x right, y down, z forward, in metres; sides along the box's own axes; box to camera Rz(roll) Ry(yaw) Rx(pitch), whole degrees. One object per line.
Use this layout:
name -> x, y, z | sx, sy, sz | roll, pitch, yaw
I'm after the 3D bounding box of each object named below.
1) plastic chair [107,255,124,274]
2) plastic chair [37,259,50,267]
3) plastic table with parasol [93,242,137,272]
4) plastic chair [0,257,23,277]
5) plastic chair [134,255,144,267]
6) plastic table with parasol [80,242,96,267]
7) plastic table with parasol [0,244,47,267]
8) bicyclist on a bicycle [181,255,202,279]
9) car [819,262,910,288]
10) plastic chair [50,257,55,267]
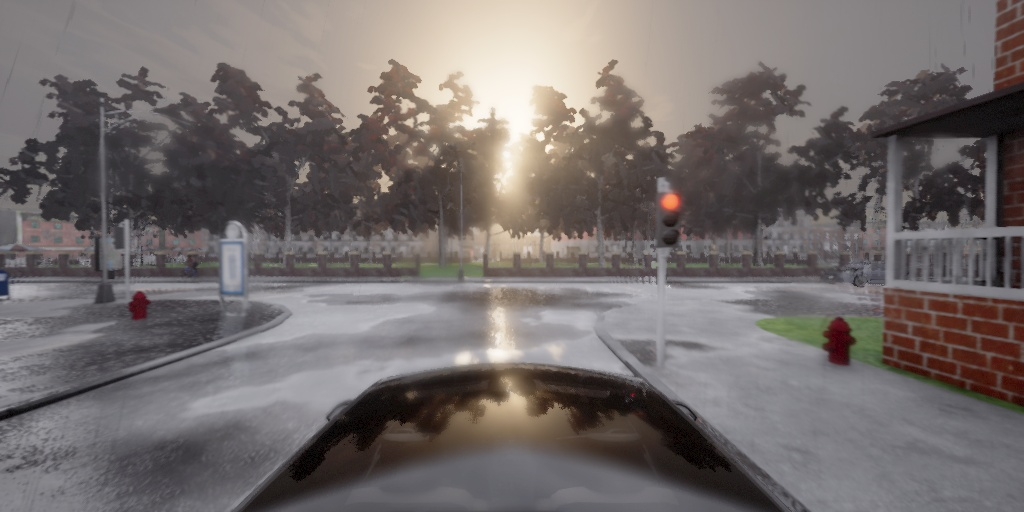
plastic chair -> -38.288, 0.797, 34.670 | 0.750, 1.272, 0.730 | 0, 0, -35
plastic chair -> -40.930, 0.857, 31.055 | 0.730, 1.272, 0.750 | 0, 0, -40
plastic table with parasol -> -39.191, 0.170, 35.642 | 2.482, 2.480, 2.482 | 0, 0, -40
plastic chair -> -41.025, 0.888, 29.349 | 0.750, 1.272, 0.730 | 0, 0, -35
plastic chair -> -38.193, 0.761, 36.376 | 0.730, 1.272, 0.750 | 0, 0, -40
plastic table with parasol -> -43.612, 0.055, 38.283 | 2.482, 2.480, 2.482 | 0, 0, -39
plastic table with parasol -> -41.926, 0.242, 30.321 | 2.482, 2.480, 2.482 | 0, 0, -40
bicyclist on a bicycle -> -22.034, 0.745, 24.648 | 0.582, 1.620, 1.656 | 0, 1, 0
car -> 20.210, 1.025, 20.473 | 4.181, 1.385, 1.994 | 0, 1, 0
plastic chair -> -46.423, 0.767, 35.771 | 0.730, 1.272, 0.750 | 0, 0, -40
